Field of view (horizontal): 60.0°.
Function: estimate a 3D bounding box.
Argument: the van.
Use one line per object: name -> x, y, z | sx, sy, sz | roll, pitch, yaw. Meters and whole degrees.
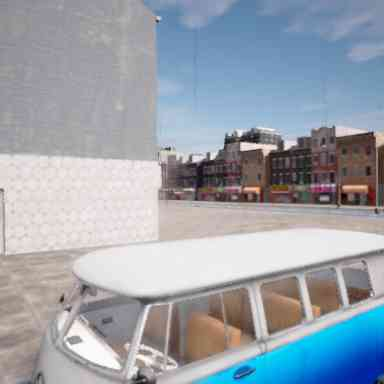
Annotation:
van -> 0.609, 1.336, 3.256 | 3.998, 1.788, 1.690 | 0, 0, -36
